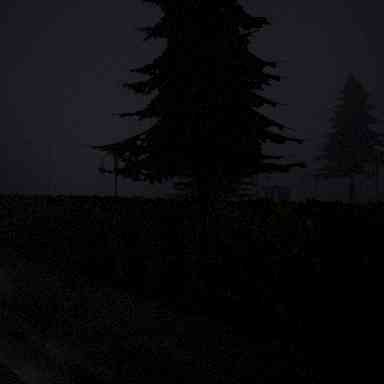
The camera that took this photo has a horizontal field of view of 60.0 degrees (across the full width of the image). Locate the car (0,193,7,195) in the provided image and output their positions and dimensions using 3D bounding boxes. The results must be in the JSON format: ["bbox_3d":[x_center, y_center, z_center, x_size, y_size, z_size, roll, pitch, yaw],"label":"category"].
[{"bbox_3d":[-23.747,1.331,41.312,5.027,1.636,2.152,0,0,-45],"label":"car"}]

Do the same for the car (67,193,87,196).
[{"bbox_3d":[-27.208,1.154,81.623,5.027,1.636,2.152,0,0,-45],"label":"car"}]

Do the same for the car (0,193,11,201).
[{"bbox_3d":[-41.799,1.097,71.665,4.605,1.855,1.932,0,0,-45],"label":"car"}]

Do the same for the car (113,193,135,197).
[{"bbox_3d":[-10.341,1.384,54.301,3.806,1.475,1.970,0,0,-45],"label":"car"}]

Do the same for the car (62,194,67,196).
[{"bbox_3d":[-31.941,1.232,85.969,3.806,1.475,1.970,0,0,-45],"label":"car"}]

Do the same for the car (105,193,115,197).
[{"bbox_3d":[-15.901,1.097,70.723,4.605,1.855,1.932,0,0,-45],"label":"car"}]
